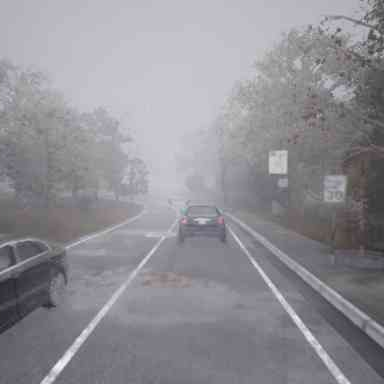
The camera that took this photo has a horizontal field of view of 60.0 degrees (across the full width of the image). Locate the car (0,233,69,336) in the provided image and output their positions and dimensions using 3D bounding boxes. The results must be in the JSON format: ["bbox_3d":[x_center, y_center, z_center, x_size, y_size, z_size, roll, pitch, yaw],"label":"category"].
[{"bbox_3d":[-3.512,1.470,5.041,2.128,1.511,4.902,0,0,1],"label":"car"}]

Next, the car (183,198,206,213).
[{"bbox_3d":[0.160,1.449,36.446,2.033,1.411,5.357,0,0,-5],"label":"car"}]

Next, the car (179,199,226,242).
[{"bbox_3d":[0.498,1.320,16.403,2.097,1.767,4.553,0,0,1],"label":"car"}]
